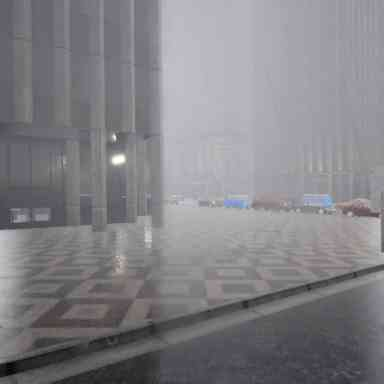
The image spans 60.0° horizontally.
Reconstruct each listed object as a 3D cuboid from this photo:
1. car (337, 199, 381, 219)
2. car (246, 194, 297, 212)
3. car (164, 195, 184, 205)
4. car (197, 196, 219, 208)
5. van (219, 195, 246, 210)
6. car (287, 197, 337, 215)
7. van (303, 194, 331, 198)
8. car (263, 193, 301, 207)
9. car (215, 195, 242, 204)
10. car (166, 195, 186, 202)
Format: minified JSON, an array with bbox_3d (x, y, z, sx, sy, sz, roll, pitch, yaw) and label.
[{"bbox_3d":[15.428,1.566,28.859,1.887,1.381,4.507,-1,1,-36],"label":"car"},{"bbox_3d":[8.991,1.290,37.840,2.192,1.841,5.009,-1,1,-36],"label":"car"},{"bbox_3d":[-3.878,1.439,55.810,2.008,1.369,4.403,-1,1,-36],"label":"car"},{"bbox_3d":[2.557,1.371,46.825,1.967,1.590,4.097,-1,1,-36],"label":"car"},{"bbox_3d":[5.773,1.294,42.333,1.690,1.788,3.998,-1,1,-36],"label":"van"},{"bbox_3d":[12.210,1.549,33.351,2.008,1.369,4.403,-1,1,-36],"label":"car"},{"bbox_3d":[15.933,1.178,42.795,1.690,1.788,3.998,-1,1,-36],"label":"van"},{"bbox_3d":[12.716,1.130,47.287,2.192,1.841,5.009,-1,1,-36],"label":"car"},{"bbox_3d":[6.188,1.296,56.413,1.752,1.417,4.829,-1,1,-36],"label":"car"},{"bbox_3d":[-3.360,1.257,69.753,2.008,1.369,4.403,-1,1,-36],"label":"car"}]
